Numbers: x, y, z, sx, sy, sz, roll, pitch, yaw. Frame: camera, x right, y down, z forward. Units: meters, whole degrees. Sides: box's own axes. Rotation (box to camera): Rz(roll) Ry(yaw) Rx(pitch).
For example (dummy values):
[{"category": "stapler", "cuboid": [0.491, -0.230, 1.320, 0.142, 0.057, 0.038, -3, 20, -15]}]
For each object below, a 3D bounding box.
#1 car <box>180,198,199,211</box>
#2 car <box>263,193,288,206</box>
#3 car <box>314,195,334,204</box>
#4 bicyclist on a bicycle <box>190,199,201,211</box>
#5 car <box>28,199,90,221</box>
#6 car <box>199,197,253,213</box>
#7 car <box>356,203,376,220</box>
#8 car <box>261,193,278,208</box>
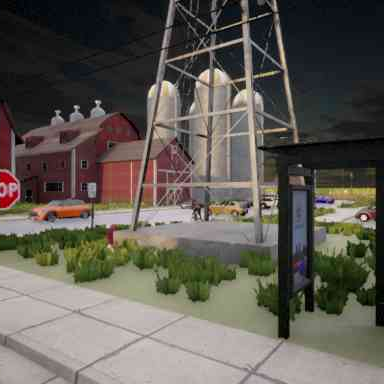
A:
[{"category": "car", "cuboid": [0.456, 1.491, 41.604, 2.128, 1.511, 4.902, 0, 0, 35]}, {"category": "car", "cuboid": [13.682, 1.221, 54.506, 2.150, 2.045, 5.566, 0, 0, 35]}, {"category": "car", "cuboid": [24.178, 1.480, 62.332, 4.611, 1.667, 2.242, 0, 0, 35]}, {"category": "bicyclist on a bicycle", "cuboid": [0.231, 1.300, 22.216, 0.582, 1.620, 1.656, 0, 0, -21]}, {"category": "car", "cuboid": [-10.291, 1.352, 25.991, 2.097, 1.767, 4.553, 0, 0, 35]}, {"category": "car", "cuboid": [3.115, 1.505, 31.074, 4.193, 1.474, 1.816, 0, 0, 35]}, {"category": "car", "cuboid": [14.355, 1.521, 24.704, 3.905, 1.438, 1.784, 0, 0, 35]}, {"category": "car", "cuboid": [10.350, 1.313, 42.464, 3.866, 1.878, 1.905, 0, 0, 35]}]
